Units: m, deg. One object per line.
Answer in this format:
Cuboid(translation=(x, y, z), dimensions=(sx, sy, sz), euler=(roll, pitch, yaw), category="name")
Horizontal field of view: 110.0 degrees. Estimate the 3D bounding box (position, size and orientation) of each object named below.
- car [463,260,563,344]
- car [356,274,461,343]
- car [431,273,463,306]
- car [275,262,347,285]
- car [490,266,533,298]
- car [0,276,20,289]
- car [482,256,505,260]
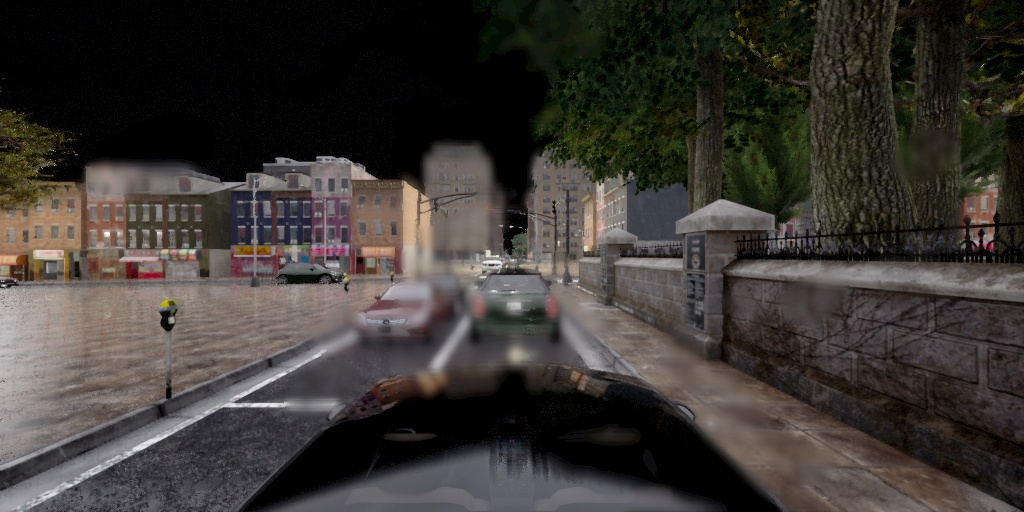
Cuboid(translation=(0.073, 1.101, 9.752), dimensions=(2.097, 1.767, 4.553), euler=(0, 0, 0), category="car")
Cuboid(translation=(-2.638, 1.331, 9.637), dimensions=(1.802, 1.307, 4.207), euler=(0, 0, 0), category="car")
Cuboid(translation=(-2.638, 1.315, 13.299), dimensions=(1.948, 1.339, 4.313), euler=(0, 0, 0), category="car")
Cuboid(translation=(-14.522, 1.243, 26.201), dimensions=(4.553, 1.767, 2.097), euler=(-1, 0, 0), category="car")
Cuboid(translation=(-0.144, 1.313, 19.196), dimensions=(1.994, 1.385, 4.181), euler=(0, 0, -5), category="car")
Cuboid(translation=(-39.623, 1.817, 26.136), dimensions=(5.357, 1.411, 2.033), euler=(-1, 0, 0), category="car")
Cuboid(translation=(-2.280, 0.963, 41.649), dimensions=(2.150, 2.045, 5.566), euler=(0, 0, 0), category="car")
